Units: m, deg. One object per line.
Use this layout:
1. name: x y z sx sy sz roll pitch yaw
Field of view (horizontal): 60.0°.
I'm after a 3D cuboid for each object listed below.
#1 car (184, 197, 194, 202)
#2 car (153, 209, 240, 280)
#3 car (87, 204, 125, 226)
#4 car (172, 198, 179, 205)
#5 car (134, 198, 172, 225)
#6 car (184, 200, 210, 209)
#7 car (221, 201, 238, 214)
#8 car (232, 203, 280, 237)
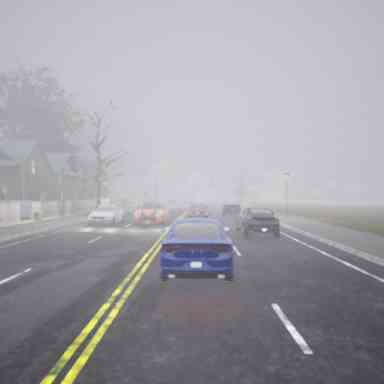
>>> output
1. car: -0.632 1.670 67.787 2.128 1.511 4.902 0 0 4
2. car: 0.151 1.525 10.129 1.882 1.535 5.008 0 0 1
3. car: -6.226 1.650 24.601 1.812 1.442 4.674 0 0 2
4. car: -3.871 1.786 68.016 1.895 1.301 4.718 0 0 4
5. car: -2.962 1.475 24.864 2.097 1.767 4.553 0 0 2
6. car: 0.580 1.689 28.354 2.033 1.411 5.357 0 0 2
7. car: 4.097 1.653 35.191 1.882 1.535 5.008 0 0 2
8. car: 3.577 1.593 18.576 1.837 1.490 4.892 0 0 1
